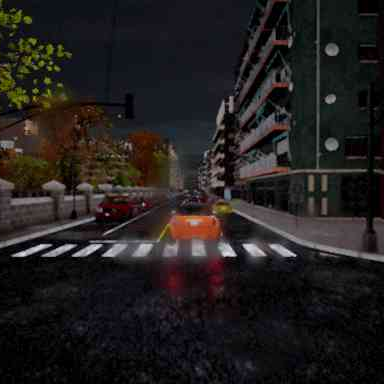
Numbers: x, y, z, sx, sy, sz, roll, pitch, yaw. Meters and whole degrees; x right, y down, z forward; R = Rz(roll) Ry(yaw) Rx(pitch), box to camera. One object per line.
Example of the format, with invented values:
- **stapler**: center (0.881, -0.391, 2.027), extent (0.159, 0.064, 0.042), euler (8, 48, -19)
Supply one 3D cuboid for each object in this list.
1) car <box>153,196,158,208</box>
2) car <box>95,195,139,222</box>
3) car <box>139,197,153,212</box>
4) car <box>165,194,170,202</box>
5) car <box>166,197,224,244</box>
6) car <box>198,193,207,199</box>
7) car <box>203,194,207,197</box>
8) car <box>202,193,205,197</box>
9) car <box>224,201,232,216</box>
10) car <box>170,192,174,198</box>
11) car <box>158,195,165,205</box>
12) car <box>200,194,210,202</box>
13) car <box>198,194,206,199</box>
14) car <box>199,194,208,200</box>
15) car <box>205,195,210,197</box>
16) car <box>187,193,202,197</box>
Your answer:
- **car**: center (-5.701, 1.346, 41.461), extent (1.887, 1.381, 4.507), euler (0, 0, 0)
- **car**: center (-5.698, 1.192, 24.855), extent (2.192, 1.841, 5.009), euler (0, 0, 0)
- **car**: center (-5.700, 1.266, 35.926), extent (1.967, 1.590, 4.097), euler (0, 0, 0)
- **car**: center (-5.704, 1.287, 63.602), extent (1.802, 1.307, 4.206), euler (0, 0, 0)
- **car**: center (0.097, 1.274, 15.377), extent (2.097, 1.767, 4.553), euler (0, 0, 0)
- **car**: center (2.671, 1.054, 85.744), extent (1.967, 1.590, 4.097), euler (0, 0, 0)
- **car**: center (2.680, 1.352, 41.464), extent (2.008, 1.369, 4.403), euler (0, 0, 0)
- **car**: center (2.676, 1.249, 63.604), extent (1.887, 1.381, 4.507), euler (0, 0, 0)
- **car**: center (2.682, 1.375, 30.563), extent (1.752, 1.417, 4.829), euler (0, 0, 0)
- **car**: center (-5.707, 1.185, 74.502), extent (1.752, 1.417, 4.829), euler (0, 0, 0)
- **car**: center (-5.703, 1.334, 52.531), extent (1.802, 1.307, 4.206), euler (0, 0, 0)
- **car**: center (2.675, 1.226, 69.139), extent (1.887, 1.381, 4.507), euler (0, 0, 0)
- **car**: center (2.670, 1.158, 91.280), extent (1.947, 1.339, 4.313), euler (0, 0, 0)
- **car**: center (2.673, 1.202, 80.210), extent (1.947, 1.339, 4.313), euler (0, 0, 0)
- **car**: center (2.681, 1.371, 35.928), extent (1.887, 1.381, 4.507), euler (0, 0, 0)
- **car**: center (-0.008, 1.254, 50.165), extent (2.128, 1.511, 4.902), euler (0, 0, 0)
